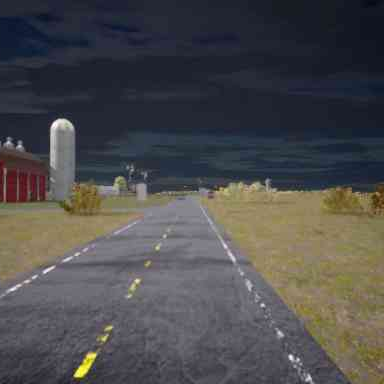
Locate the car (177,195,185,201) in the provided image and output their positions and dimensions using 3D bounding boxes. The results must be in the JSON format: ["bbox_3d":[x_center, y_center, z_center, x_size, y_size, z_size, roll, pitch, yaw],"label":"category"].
[{"bbox_3d":[-2.752,1.563,85.157,1.994,1.385,4.181,0,0,0],"label":"car"}]
